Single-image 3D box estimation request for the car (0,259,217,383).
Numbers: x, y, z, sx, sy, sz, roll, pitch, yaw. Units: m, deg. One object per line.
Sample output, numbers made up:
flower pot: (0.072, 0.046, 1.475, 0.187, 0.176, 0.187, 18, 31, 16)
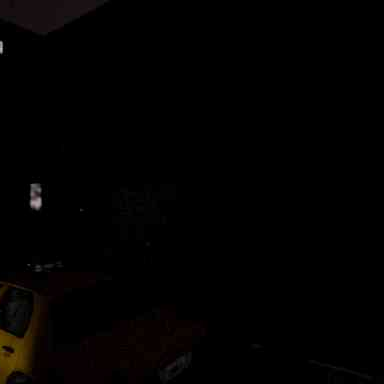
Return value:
car: (-2.024, 1.561, 4.325, 4.829, 1.417, 1.752, -1, -1, 36)
